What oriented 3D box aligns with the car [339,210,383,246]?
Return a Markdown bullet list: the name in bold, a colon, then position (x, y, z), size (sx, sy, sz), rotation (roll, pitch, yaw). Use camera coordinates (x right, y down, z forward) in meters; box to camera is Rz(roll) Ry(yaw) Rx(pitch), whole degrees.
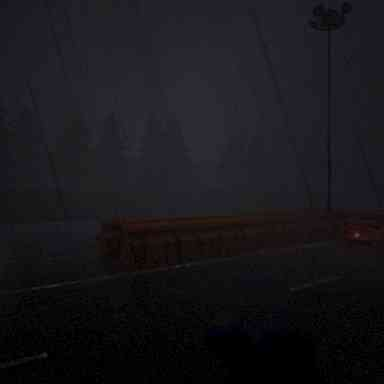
- **car**: position (8.269, 1.482, 14.066), size (5.008, 1.535, 1.882), rotation (0, 0, -35)
